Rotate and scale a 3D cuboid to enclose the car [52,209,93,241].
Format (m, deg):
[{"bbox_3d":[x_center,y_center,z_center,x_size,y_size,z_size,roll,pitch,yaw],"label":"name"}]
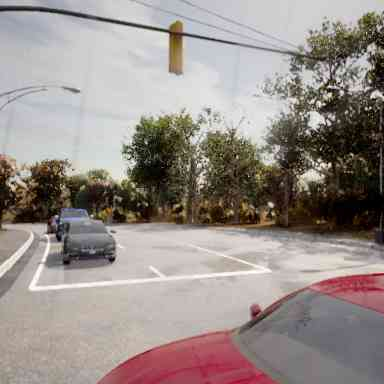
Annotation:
[{"bbox_3d":[-8.125,2.175,22.785,2.150,2.045,5.566,1,-4,-24],"label":"car"}]

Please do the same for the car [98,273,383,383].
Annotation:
[{"bbox_3d":[1.640,1.524,2.783,5.008,1.535,1.882,1,-2,-23],"label":"car"}]

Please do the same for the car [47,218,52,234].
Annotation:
[{"bbox_3d":[-12.587,3.029,31.883,2.097,1.767,4.553,1,-5,-28],"label":"car"}]

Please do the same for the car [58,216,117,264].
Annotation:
[{"bbox_3d":[-4.333,1.916,13.615,1.837,1.490,4.892,1,-3,-23],"label":"car"}]
